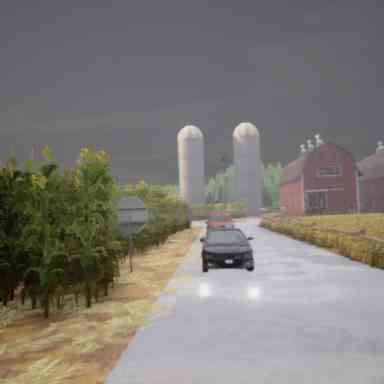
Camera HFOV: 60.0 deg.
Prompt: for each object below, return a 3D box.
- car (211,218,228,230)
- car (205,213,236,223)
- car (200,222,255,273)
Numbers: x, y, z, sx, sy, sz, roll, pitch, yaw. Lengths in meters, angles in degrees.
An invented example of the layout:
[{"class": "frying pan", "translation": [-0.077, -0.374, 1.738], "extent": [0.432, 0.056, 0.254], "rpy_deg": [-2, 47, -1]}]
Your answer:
[{"class": "car", "translation": [3.467, 4.007, 42.155], "extent": [1.895, 1.301, 4.718], "rpy_deg": [-2, -3, 4]}, {"class": "car", "translation": [2.293, 2.739, 26.609], "extent": [2.150, 2.045, 5.566], "rpy_deg": [-2, -4, 4]}, {"class": "car", "translation": [1.420, 2.239, 13.786], "extent": [1.882, 1.535, 5.008], "rpy_deg": [-2, -4, 4]}]
